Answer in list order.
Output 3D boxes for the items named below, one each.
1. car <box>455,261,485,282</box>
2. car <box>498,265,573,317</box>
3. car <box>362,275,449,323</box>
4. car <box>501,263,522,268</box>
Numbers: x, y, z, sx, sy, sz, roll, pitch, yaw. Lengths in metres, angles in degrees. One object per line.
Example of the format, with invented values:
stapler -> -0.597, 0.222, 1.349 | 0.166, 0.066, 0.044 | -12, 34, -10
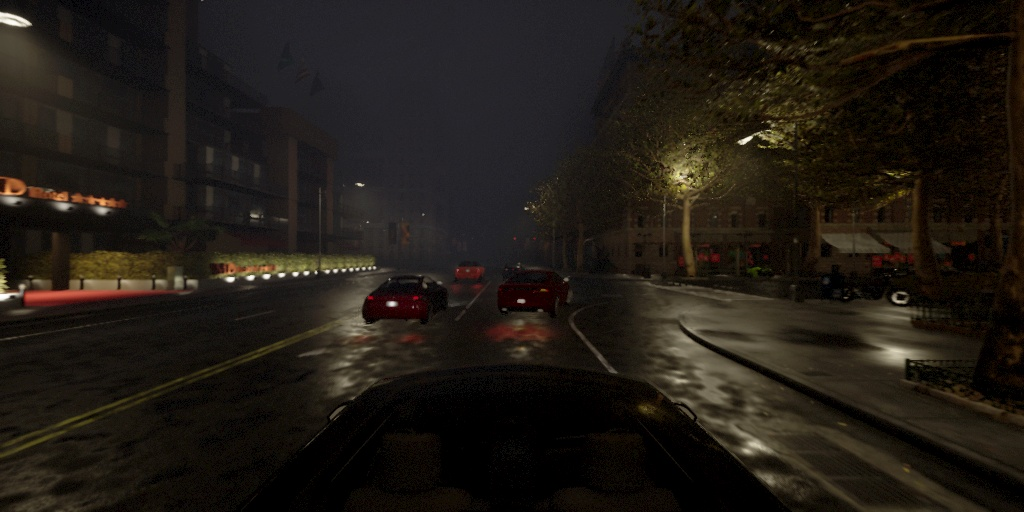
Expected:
car -> -3.397, 1.157, 29.626 | 2.097, 1.767, 4.553 | 0, 0, 0
car -> 1.018, 1.251, 13.494 | 1.882, 1.535, 5.008 | -1, 0, 17
car -> -3.402, 1.335, 12.188 | 1.994, 1.385, 4.181 | 0, 0, 0
car -> 0.105, 1.297, 30.302 | 2.128, 1.511, 4.902 | 0, 0, 0
